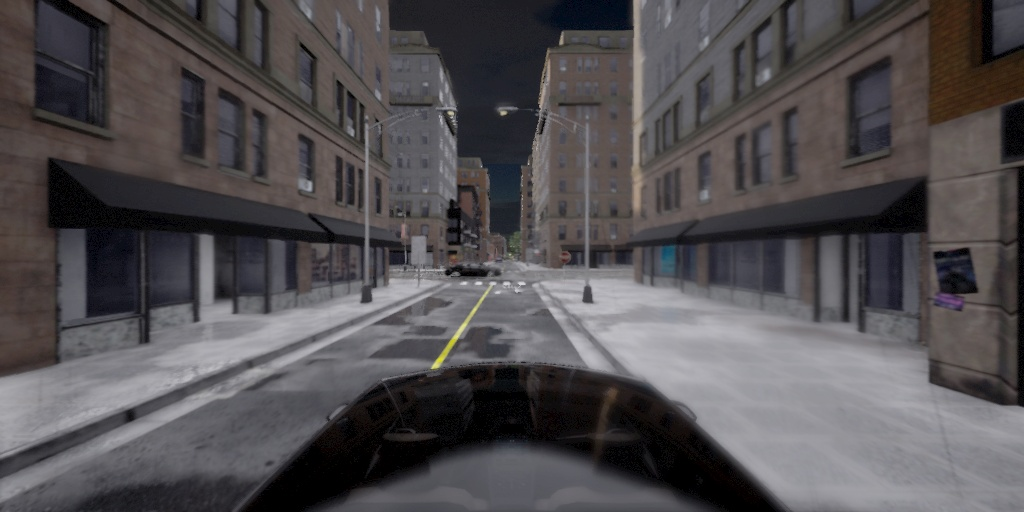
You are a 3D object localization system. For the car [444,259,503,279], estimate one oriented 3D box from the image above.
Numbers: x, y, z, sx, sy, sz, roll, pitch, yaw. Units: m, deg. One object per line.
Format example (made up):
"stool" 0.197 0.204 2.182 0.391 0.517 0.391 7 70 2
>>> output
"car" -3.390 1.232 31.492 5.008 1.535 1.882 0 0 0
